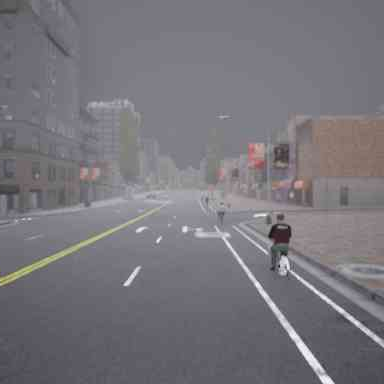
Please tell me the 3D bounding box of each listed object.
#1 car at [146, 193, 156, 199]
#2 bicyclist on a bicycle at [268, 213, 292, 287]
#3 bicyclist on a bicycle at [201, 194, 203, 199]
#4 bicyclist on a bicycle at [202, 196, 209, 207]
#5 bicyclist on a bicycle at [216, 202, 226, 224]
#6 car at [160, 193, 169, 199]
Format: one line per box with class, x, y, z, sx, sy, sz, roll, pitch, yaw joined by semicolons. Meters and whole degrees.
car;-9.763;0.850;80.054;1.994;1.385;4.181;0;1;0
bicyclist on a bicycle;2.249;1.429;8.651;0.659;1.776;1.843;0;0;0
bicyclist on a bicycle;2.251;1.264;70.829;0.866;1.612;1.509;0;1;0
bicyclist on a bicycle;2.244;1.483;49.999;0.659;1.776;1.843;0;1;0
bicyclist on a bicycle;2.223;1.580;25.128;0.866;1.612;1.509;0;0;0
car;-6.513;0.893;80.025;1.895;1.301;4.718;0;1;0
